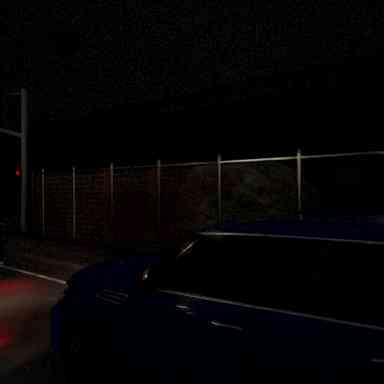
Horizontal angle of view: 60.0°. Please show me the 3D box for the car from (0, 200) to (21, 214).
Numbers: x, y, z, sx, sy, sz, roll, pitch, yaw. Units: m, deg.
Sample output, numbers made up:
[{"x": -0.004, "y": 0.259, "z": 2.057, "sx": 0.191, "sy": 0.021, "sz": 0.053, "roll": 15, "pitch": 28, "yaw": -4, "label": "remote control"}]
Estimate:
[{"x": -18.832, "y": 1.560, "z": 33.686, "sx": 1.837, "sy": 1.490, "sz": 4.892, "roll": 0, "pitch": 0, "yaw": 35, "label": "car"}]

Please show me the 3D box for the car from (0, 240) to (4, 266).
[{"x": -7.080, "y": 1.491, "z": 9.039, "sx": 4.902, "sy": 1.511, "sz": 2.128, "roll": 0, "pitch": 0, "yaw": 33, "label": "car"}]

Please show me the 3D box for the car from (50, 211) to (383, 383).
[{"x": 0.935, "y": 1.221, "z": 3.323, "sx": 5.566, "sy": 2.045, "sz": 2.150, "roll": 0, "pitch": 0, "yaw": 35, "label": "car"}]
